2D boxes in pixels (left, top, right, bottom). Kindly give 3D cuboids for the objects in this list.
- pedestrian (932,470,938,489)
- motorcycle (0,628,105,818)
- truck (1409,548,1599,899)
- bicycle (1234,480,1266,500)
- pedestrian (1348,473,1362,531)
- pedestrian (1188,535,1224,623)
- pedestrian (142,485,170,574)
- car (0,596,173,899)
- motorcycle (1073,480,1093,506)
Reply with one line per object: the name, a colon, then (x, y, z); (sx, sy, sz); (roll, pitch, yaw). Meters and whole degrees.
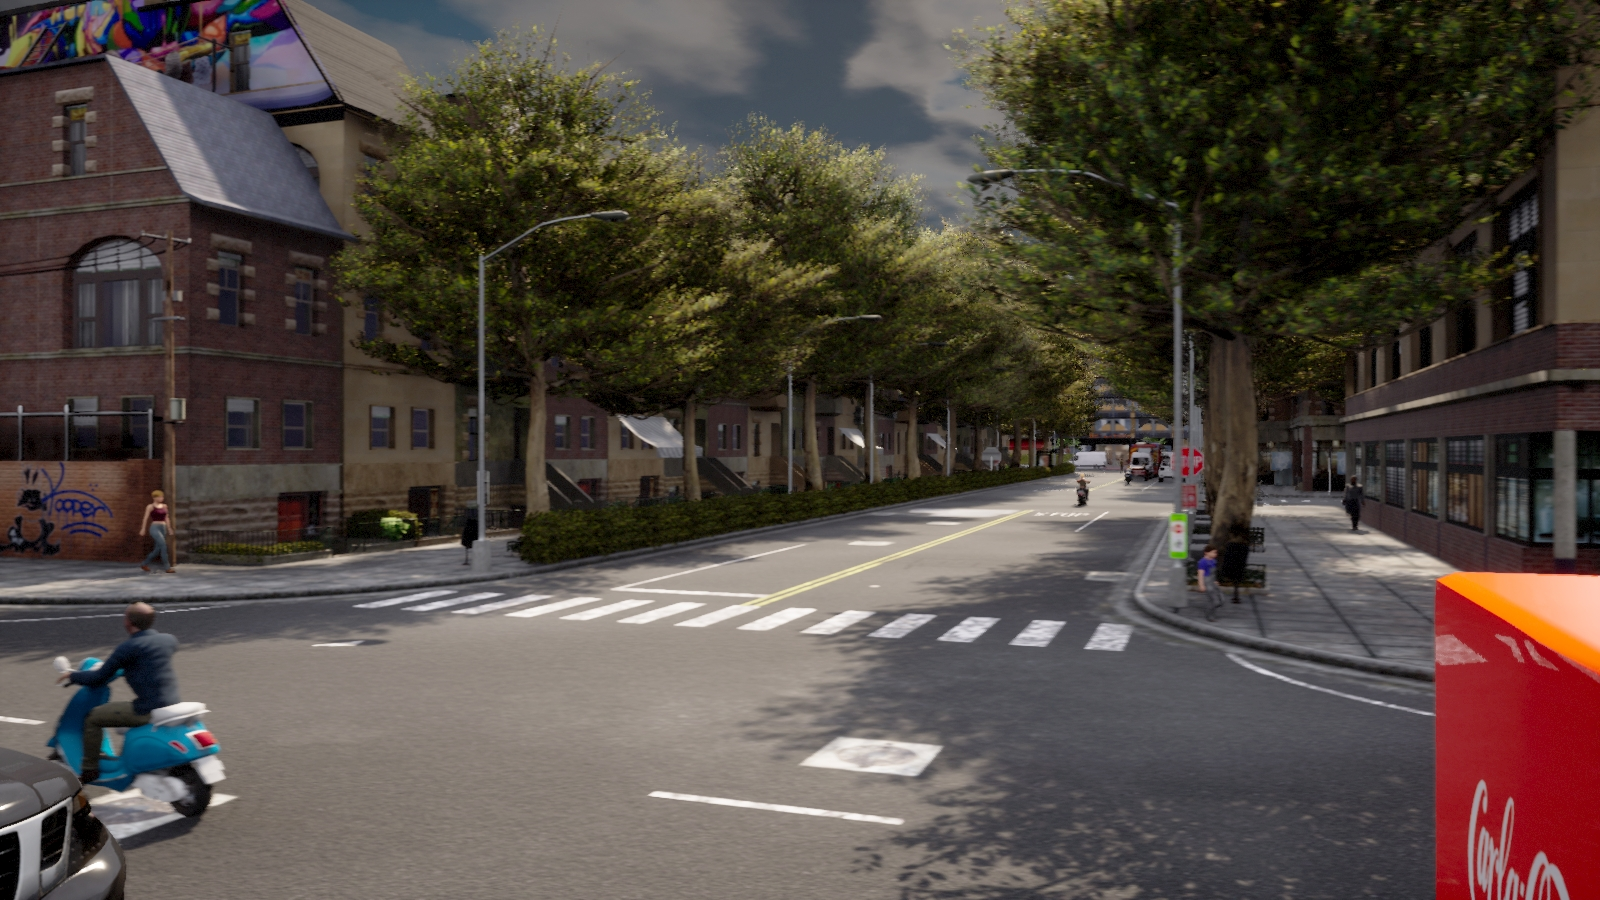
pedestrian: (9.119, 1.978, 77.219); (0.375, 1.300, 0.375); (0, 0, 20)
motorcycle: (-6.978, 2.171, 9.472); (2.356, 1.277, 0.764); (0, 0, 20)
truck: (4.092, 1.568, 1.810); (5.204, 2.467, 2.627); (0, 0, 20)
bicycle: (25.290, 2.257, 64.199); (1.487, 1.080, 0.859); (0, -1, 35)
pedestrian: (18.070, 1.697, 37.222); (0.375, 1.860, 0.375); (0, 0, 19)
pedestrian: (6.257, 1.977, 17.619); (0.375, 1.300, 0.375); (0, 0, -37)
pedestrian: (-13.837, 1.697, 24.539); (0.375, 1.860, 0.375); (0, 0, 20)
car: (-6.011, 1.779, 5.458); (5.566, 2.045, 2.150); (0, 0, 20)
motorcycle: (14.410, 2.171, 58.180); (0.764, 1.277, 2.356); (0, 0, 20)
